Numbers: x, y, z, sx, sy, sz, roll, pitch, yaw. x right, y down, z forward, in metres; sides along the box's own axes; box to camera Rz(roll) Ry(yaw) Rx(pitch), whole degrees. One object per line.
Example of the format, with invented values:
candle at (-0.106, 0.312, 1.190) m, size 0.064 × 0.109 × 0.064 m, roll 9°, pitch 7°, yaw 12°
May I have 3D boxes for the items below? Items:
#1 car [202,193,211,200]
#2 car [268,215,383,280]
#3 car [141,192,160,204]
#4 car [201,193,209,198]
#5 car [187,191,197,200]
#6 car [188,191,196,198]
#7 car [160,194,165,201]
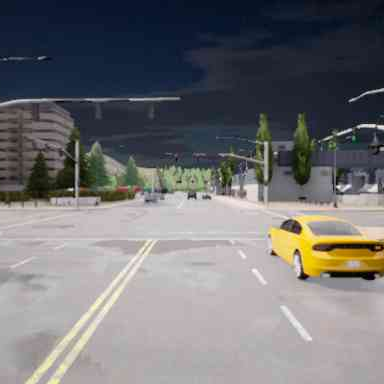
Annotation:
car at (3.509, 1.151, 77.710) m, size 1.895 × 1.301 × 4.718 m, roll 0°, pitch 0°, yaw 0°
car at (3.581, 1.422, 9.808) m, size 1.882 × 1.535 × 5.008 m, roll 0°, pitch 0°, yaw 0°
car at (-7.044, 1.185, 57.142) m, size 1.837 × 1.490 × 4.892 m, roll 0°, pitch 0°, yaw 1°
car at (3.510, 0.959, 88.017) m, size 1.895 × 1.301 × 4.718 m, roll 0°, pitch 0°, yaw 0°
car at (0.009, 0.784, 77.334) m, size 2.150 × 2.045 × 5.566 m, roll 0°, pitch 0°, yaw 0°
car at (0.010, 0.719, 87.956) m, size 2.097 × 1.767 × 4.553 m, roll 0°, pitch 0°, yaw 0°
car at (-6.992, 1.121, 72.457) m, size 2.128 × 1.511 × 4.902 m, roll 0°, pitch 0°, yaw 0°
